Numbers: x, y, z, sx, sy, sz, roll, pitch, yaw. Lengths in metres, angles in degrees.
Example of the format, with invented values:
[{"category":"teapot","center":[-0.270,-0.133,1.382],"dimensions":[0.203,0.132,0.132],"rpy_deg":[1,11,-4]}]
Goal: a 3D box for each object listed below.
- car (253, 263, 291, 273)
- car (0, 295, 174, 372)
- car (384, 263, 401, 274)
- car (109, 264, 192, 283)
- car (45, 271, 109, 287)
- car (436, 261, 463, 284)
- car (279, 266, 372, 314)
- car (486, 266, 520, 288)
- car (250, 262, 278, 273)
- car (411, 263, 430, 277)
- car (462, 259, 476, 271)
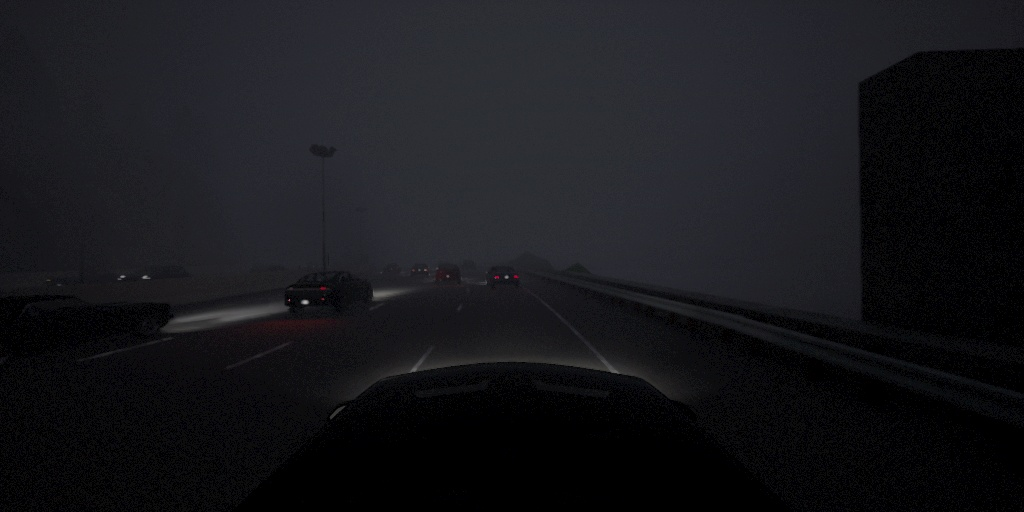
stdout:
[{"category":"car","center":[-24.640,1.698,37.570],"dimensions":[1.994,1.385,4.181],"rpy_deg":[-1,0,-11]},{"category":"car","center":[-10.153,1.491,7.656],"dimensions":[1.895,1.301,4.718],"rpy_deg":[-1,0,-2]},{"category":"car","center":[-15.806,1.607,47.425],"dimensions":[1.994,1.385,4.181],"rpy_deg":[-1,0,-15]},{"category":"car","center":[-26.330,1.485,26.607],"dimensions":[2.097,1.767,4.553],"rpy_deg":[-1,0,-8]},{"category":"car","center":[-33.651,1.830,28.557],"dimensions":[1.895,1.301,4.718],"rpy_deg":[-1,0,-9]},{"category":"car","center":[-5.138,1.349,29.095],"dimensions":[1.882,1.535,5.008],"rpy_deg":[0,0,-9]},{"category":"car","center":[-7.234,1.360,14.631],"dimensions":[2.128,1.511,4.902],"rpy_deg":[0,0,-4]},{"category":"car","center":[-0.716,1.354,24.501],"dimensions":[2.033,1.411,5.357],"rpy_deg":[-1,0,-9]},{"category":"car","center":[-34.977,1.854,50.440],"dimensions":[1.994,1.385,4.181],"rpy_deg":[-1,0,-16]},{"category":"car","center":[-10.048,1.502,39.192],"dimensions":[2.033,1.411,5.357],"rpy_deg":[-1,0,-13]},{"category":"car","center":[-6.861,1.298,54.520],"dimensions":[2.097,1.767,4.553],"rpy_deg":[-1,0,-16]}]
